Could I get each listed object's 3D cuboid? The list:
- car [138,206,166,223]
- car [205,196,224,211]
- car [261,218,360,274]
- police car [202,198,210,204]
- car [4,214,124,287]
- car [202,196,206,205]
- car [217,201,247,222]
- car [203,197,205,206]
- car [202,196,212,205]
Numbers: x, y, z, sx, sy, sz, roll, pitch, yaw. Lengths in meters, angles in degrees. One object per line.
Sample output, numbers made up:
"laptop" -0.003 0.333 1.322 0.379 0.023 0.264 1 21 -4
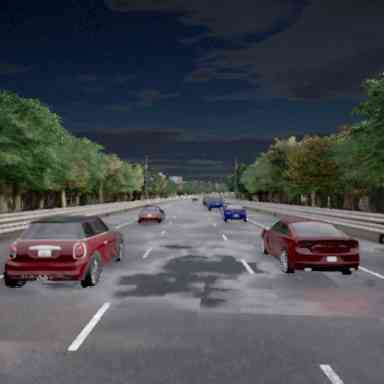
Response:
"car" -3.405 1.875 28.754 1.994 1.385 4.181 0 -1 0
"car" 3.491 1.747 48.712 2.150 2.045 5.566 0 -1 0
"car" 3.598 1.598 11.028 1.882 1.535 5.008 0 0 0
"police car" 3.845 2.430 92.591 1.930 1.638 5.238 0 -1 1
"car" -3.402 1.458 9.810 2.097 1.767 4.553 0 -1 0
"car" 3.512 2.241 70.633 1.882 1.535 5.008 0 -1 0
"car" 3.595 1.796 29.427 1.882 1.535 5.008 0 -1 0
"car" 3.489 2.122 59.683 1.882 1.535 5.008 0 -1 0
"car" 3.628 2.105 81.590 2.150 2.045 5.566 0 -1 1
